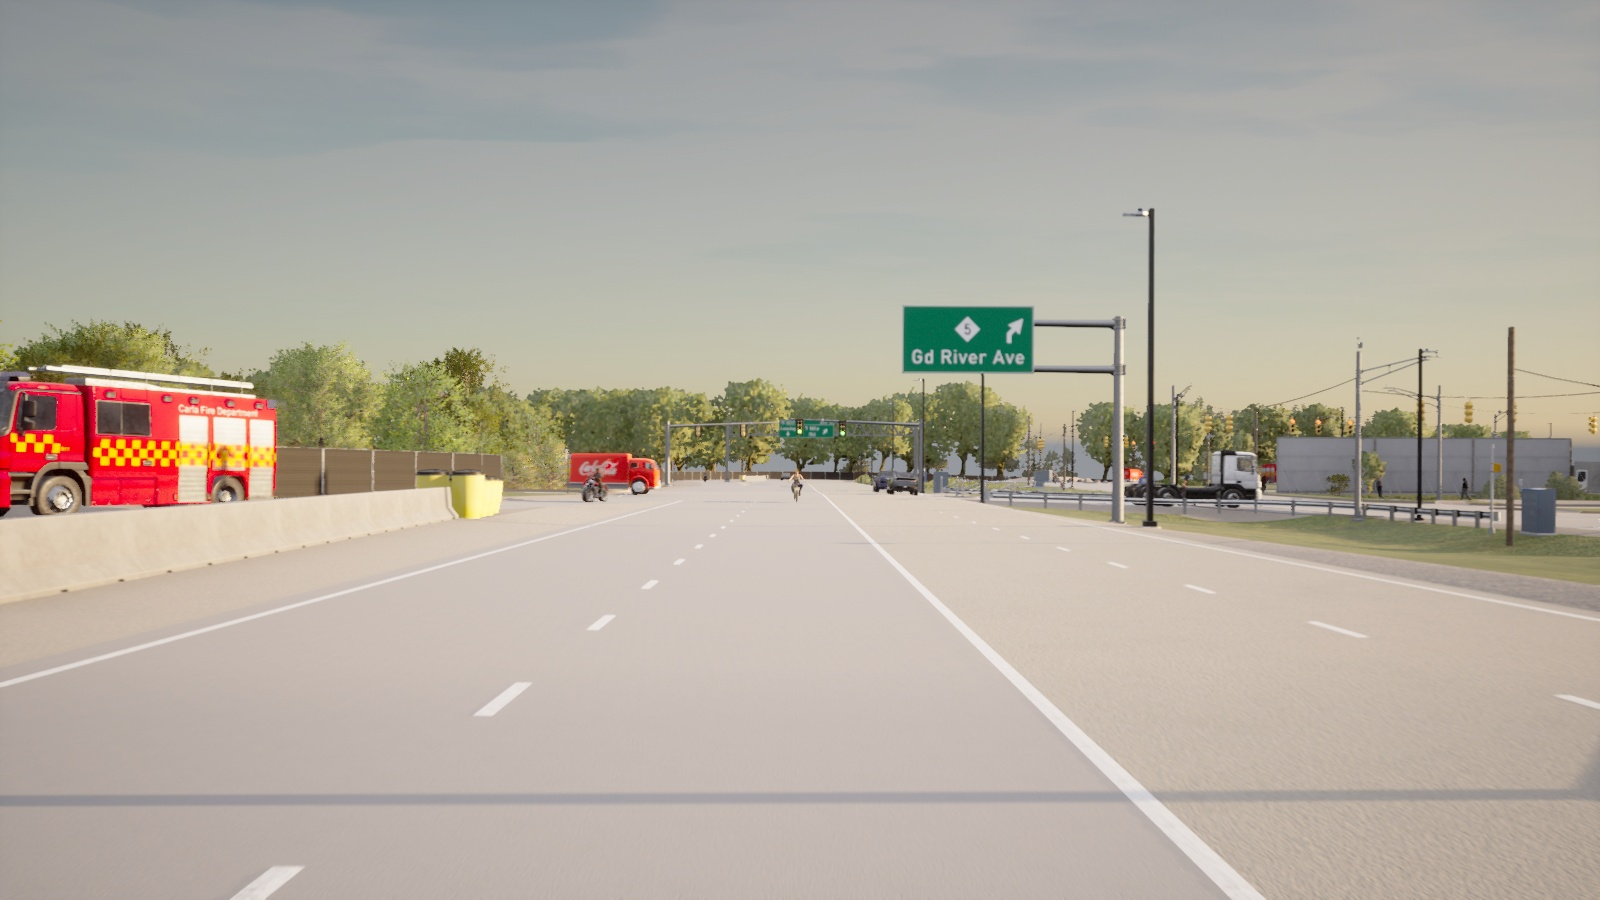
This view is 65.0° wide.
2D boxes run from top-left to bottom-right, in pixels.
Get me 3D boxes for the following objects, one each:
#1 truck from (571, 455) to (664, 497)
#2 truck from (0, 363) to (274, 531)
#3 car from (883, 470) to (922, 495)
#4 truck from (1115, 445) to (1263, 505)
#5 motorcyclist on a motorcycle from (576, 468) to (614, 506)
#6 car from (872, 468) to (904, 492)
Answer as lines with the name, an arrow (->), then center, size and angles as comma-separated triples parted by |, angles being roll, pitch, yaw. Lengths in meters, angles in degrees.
truck -> -10.946, 1.537, 75.487 | 5.204, 2.467, 2.627 | 0, -1, 0
truck -> -18.082, 0.019, 32.656 | 2.891, 3.827, 8.468 | 0, -1, 22
car -> 6.823, 2.151, 84.176 | 2.128, 1.511, 4.902 | 2, -1, 0
truck -> 23.317, 1.496, 75.561 | 7.936, 3.462, 2.891 | 1, -1, 1
motorcyclist on a motorcycle -> -9.275, 1.656, 56.879 | 0.766, 1.649, 2.350 | 0, -1, 15
car -> 6.775, 2.314, 97.343 | 2.097, 1.767, 4.553 | 0, -1, 0
